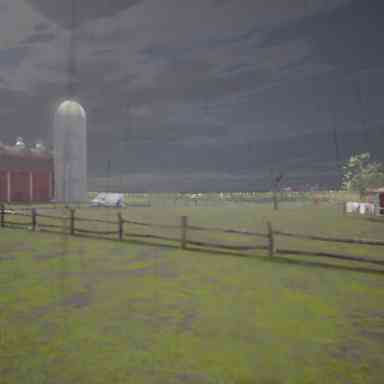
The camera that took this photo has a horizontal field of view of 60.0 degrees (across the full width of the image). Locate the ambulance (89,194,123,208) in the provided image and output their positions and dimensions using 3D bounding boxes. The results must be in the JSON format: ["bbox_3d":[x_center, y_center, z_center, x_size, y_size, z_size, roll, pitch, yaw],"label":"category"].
[{"bbox_3d":[-15.046,1.556,58.709,2.351,2.431,6.366,0,-1,35],"label":"ambulance"}]
